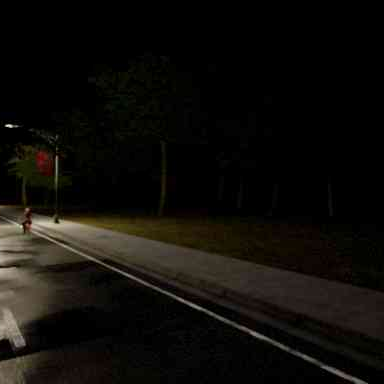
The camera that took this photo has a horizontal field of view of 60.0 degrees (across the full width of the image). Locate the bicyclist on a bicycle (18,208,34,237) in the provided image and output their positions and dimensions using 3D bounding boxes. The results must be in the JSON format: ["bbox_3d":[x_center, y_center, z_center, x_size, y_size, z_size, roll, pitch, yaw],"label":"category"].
[{"bbox_3d":[-9.487,1.718,19.099,0.866,1.612,1.509,1,-1,-35],"label":"bicyclist on a bicycle"}]
